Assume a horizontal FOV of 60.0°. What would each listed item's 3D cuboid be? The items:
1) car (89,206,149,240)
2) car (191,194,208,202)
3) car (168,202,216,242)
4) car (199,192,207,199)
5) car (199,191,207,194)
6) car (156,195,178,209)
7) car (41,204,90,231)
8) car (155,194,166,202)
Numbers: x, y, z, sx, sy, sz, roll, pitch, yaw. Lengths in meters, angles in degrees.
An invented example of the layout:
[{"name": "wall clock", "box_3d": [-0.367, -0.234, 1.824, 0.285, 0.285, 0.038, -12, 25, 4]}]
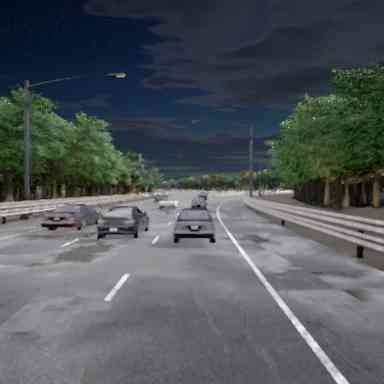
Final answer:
[{"name": "car", "box_3d": [-3.262, 1.410, 16.317, 1.812, 1.442, 4.674, 0, 0, 1]}, {"name": "car", "box_3d": [0.814, 1.260, 39.520, 2.033, 1.411, 5.357, 0, 1, 2]}, {"name": "car", "box_3d": [0.136, 1.442, 15.745, 2.033, 1.411, 5.357, 0, 0, 1]}, {"name": "car", "box_3d": [2.600, 0.831, 77.229, 1.882, 1.535, 5.008, 0, 0, 3]}, {"name": "car", "box_3d": [2.022, 0.980, 65.279, 1.837, 1.490, 4.892, 0, 1, 3]}, {"name": "car", "box_3d": [-2.666, 1.311, 39.080, 1.895, 1.301, 4.718, 0, 1, 2]}, {"name": "car", "box_3d": [-6.780, 1.405, 19.394, 2.033, 1.411, 5.357, 0, 0, 2]}, {"name": "car", "box_3d": [-5.251, 1.012, 58.062, 2.128, 1.511, 4.902, 0, 1, 3]}]
